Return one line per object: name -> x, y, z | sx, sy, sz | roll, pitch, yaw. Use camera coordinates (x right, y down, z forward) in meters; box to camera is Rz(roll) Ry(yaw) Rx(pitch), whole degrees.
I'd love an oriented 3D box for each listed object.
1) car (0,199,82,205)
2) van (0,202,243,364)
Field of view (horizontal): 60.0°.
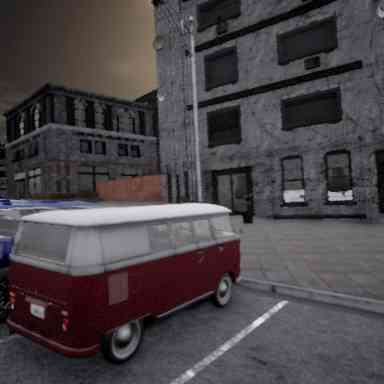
car -> -2.999, 1.185, 7.491 | 2.435, 2.045, 5.566 | 0, 0, 35
van -> -0.675, 1.229, 5.943 | 1.878, 1.987, 4.442 | 0, 0, 35
